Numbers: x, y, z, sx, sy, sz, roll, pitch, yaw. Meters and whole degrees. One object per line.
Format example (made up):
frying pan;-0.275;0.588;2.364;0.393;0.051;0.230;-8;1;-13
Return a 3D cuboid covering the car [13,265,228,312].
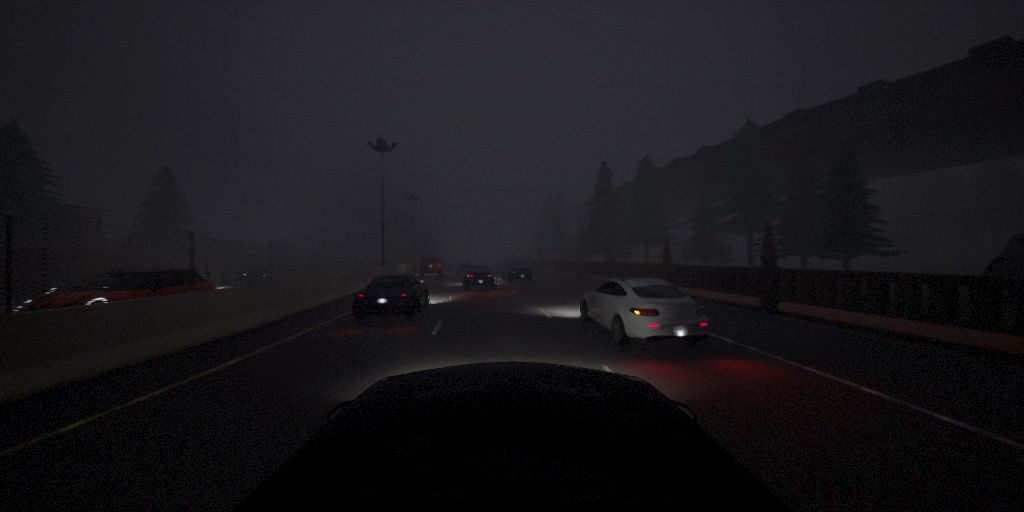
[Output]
car;-11.155;1.184;10.561;2.097;1.767;4.553;0;0;-6

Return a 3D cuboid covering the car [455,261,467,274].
car;-5.533;1.349;41.705;1.812;1.442;4.674;0;0;-10

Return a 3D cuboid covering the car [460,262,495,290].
car;-2.202;1.310;23.144;1.812;1.442;4.674;0;0;-10

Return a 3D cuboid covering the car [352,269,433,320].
car;-4.224;1.353;13.037;1.994;1.385;4.181;0;0;-6

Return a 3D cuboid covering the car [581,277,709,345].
car;3.159;1.262;9.329;1.812;1.442;4.674;0;0;-4

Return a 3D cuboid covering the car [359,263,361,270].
car;-22.580;1.442;56.364;2.128;1.511;4.902;0;0;-10

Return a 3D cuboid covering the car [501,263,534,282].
car;0.367;1.298;28.796;1.812;1.442;4.674;0;0;-10

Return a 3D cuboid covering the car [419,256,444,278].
car;-8.025;1.056;35.881;2.150;2.045;5.566;0;0;-10

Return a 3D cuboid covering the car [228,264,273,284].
car;-21.175;1.406;28.887;2.128;1.511;4.902;0;0;-10

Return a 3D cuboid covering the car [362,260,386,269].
car;-17.002;1.380;45.177;1.882;1.535;5.008;0;0;-10
